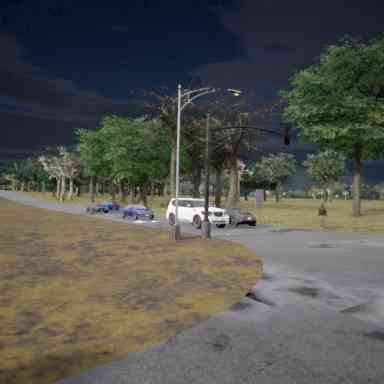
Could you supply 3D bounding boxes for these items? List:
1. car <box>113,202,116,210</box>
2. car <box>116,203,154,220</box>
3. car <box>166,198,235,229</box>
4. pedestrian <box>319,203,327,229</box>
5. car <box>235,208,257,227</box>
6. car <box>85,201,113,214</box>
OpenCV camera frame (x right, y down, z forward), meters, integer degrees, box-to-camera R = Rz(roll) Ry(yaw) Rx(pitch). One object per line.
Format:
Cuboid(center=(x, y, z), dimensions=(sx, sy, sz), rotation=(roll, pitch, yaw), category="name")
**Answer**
Cuboid(center=(-12.425, 2.124, 49.396), dimensions=(1.882, 1.535, 5.008), rotation=(3, -2, -34), category="car")
Cuboid(center=(-5.349, 1.885, 32.159), dimensions=(1.812, 1.442, 4.674), rotation=(3, -2, -34), category="car")
Cuboid(center=(0.244, 1.458, 23.765), dimensions=(2.150, 2.045, 5.566), rotation=(3, -2, -34), category="car")
Cuboid(center=(9.324, 1.716, 23.841), dimensions=(0.375, 1.860, 0.375), rotation=(1, -1, -34), category="pedestrian")
Cuboid(center=(3.096, 1.940, 26.075), dimensions=(1.994, 1.385, 4.181), rotation=(3, -2, -33), category="car")
Cuboid(center=(-12.057, 2.031, 42.211), dimensions=(1.994, 1.385, 4.181), rotation=(3, -2, -33), category="car")
